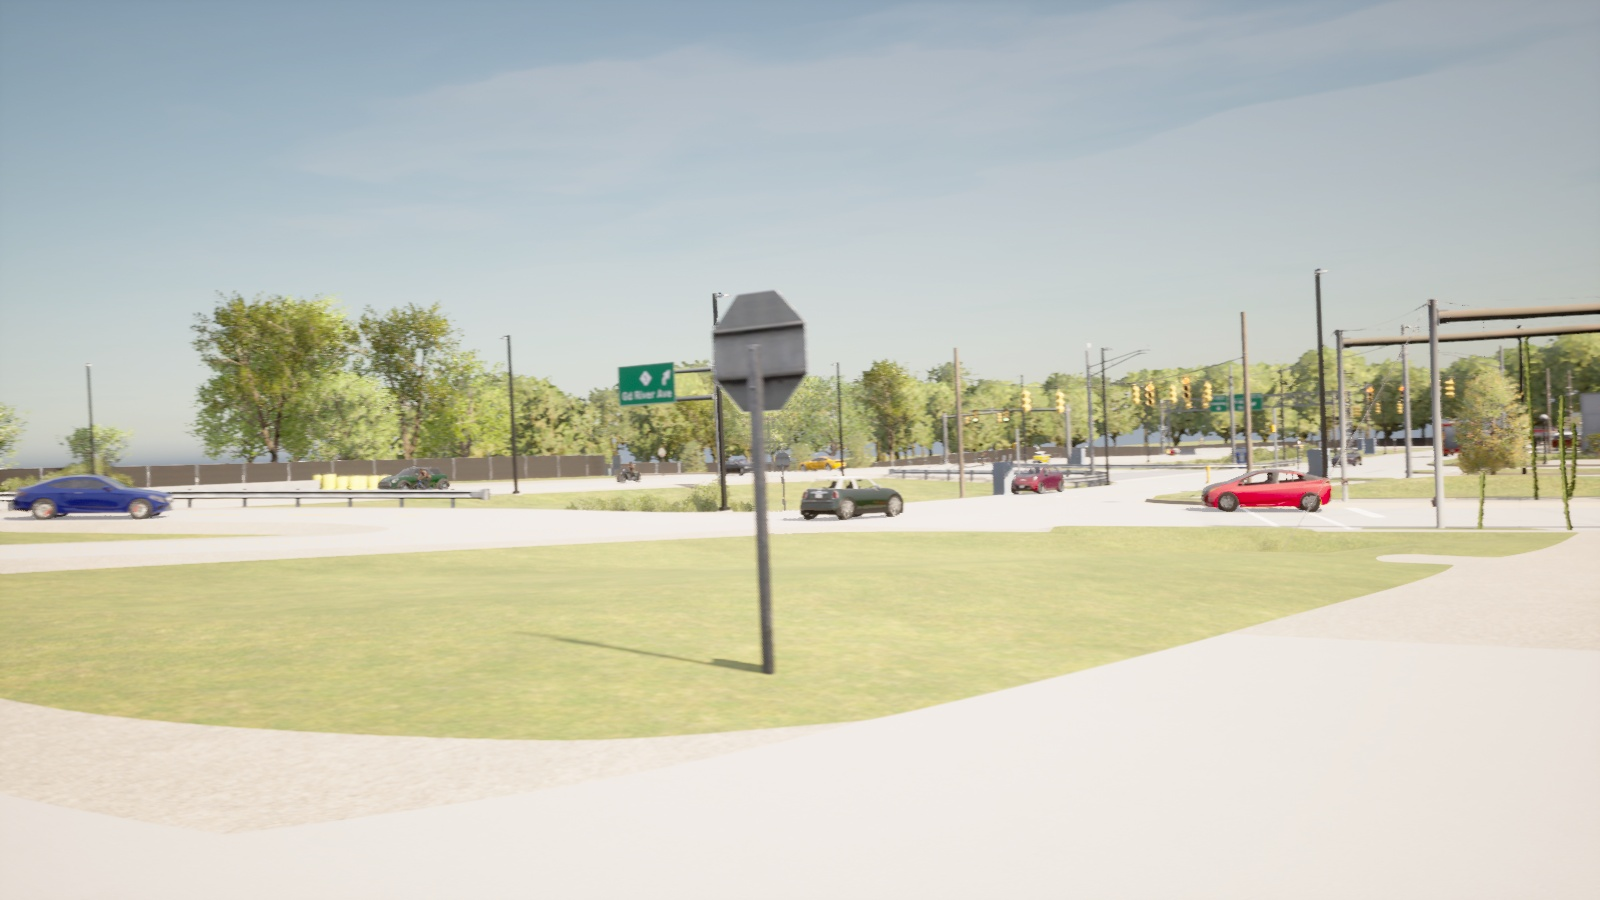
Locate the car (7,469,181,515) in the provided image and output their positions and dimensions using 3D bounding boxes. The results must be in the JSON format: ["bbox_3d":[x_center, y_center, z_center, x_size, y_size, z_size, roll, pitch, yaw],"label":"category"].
[{"bbox_3d":[-23.267,1.383,41.564,4.674,1.442,1.812,1,0,-14],"label":"car"}]

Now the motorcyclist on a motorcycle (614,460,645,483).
[{"bbox_3d":[-12.421,1.551,91.600,0.766,1.649,2.350,-2,0,37],"label":"motorcyclist on a motorcycle"}]

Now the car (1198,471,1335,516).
[{"bbox_3d":[17.100,1.579,46.246,4.514,1.525,2.007,0,1,13],"label":"car"}]

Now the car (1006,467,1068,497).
[{"bbox_3d":[12.690,1.712,67.098,1.845,1.501,3.633,-2,-1,37],"label":"car"}]

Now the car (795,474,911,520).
[{"bbox_3d":[1.870,1.609,43.509,1.970,1.475,3.806,-2,-1,43],"label":"car"}]

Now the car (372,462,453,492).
[{"bbox_3d":[-24.934,1.729,80.959,2.097,1.767,4.553,-2,0,37],"label":"car"}]
